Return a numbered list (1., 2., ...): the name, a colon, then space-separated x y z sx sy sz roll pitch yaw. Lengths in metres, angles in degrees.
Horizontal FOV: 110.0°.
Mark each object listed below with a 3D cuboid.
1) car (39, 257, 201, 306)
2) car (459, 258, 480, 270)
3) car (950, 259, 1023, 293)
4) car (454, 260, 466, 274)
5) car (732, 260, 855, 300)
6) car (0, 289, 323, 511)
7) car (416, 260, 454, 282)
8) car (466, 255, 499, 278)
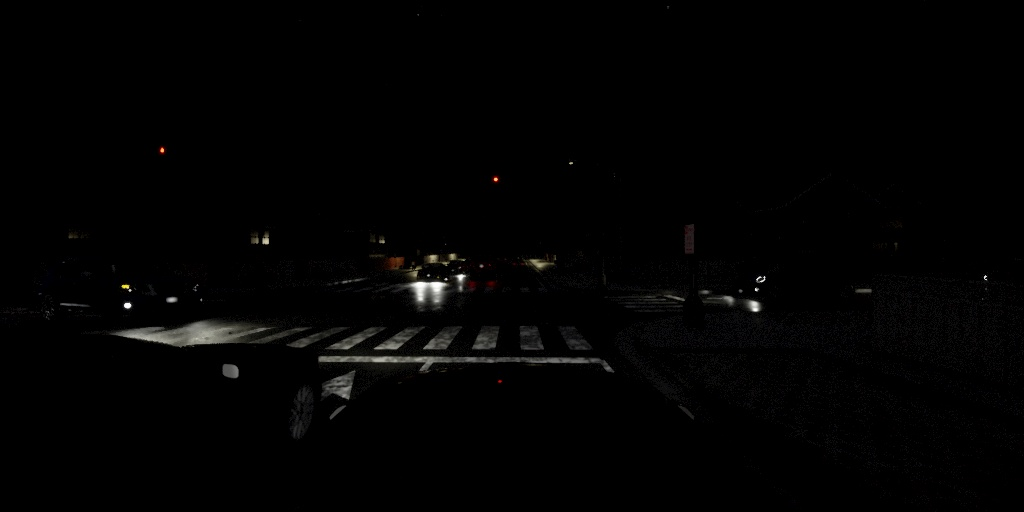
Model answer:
1. car: -13.142 1.065 12.054 5.566 2.045 2.150 -1 -2 20
2. car: -5.781 1.059 49.407 2.033 1.411 5.357 0 1 2
3. car: 22.716 0.913 16.446 4.553 1.767 2.097 0 0 0
4. car: -5.975 1.165 38.763 1.812 1.442 4.674 0 0 1
5. car: 12.642 0.994 16.342 4.553 1.767 2.097 0 0 -1
6. car: -3.153 1.228 2.180 1.882 1.535 5.008 0 0 1
7. car: -6.144 1.250 28.471 1.994 1.385 4.181 0 0 1
8. car: -2.539 0.896 32.313 2.150 2.045 5.566 0 0 0
